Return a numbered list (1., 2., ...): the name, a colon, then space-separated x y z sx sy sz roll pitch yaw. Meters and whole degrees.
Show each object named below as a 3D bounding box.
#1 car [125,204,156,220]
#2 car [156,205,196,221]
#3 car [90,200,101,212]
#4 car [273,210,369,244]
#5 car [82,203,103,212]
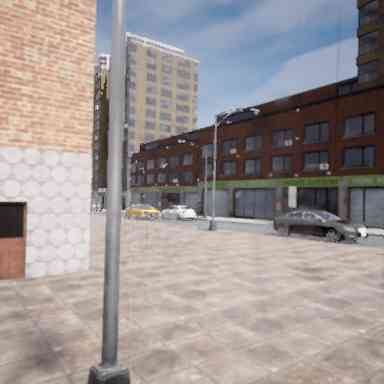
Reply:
1. car: -4.999 1.977 33.374 1.882 1.535 5.008 2 -2 -35
2. car: -1.423 2.076 33.412 1.812 1.442 4.674 2 -2 -35
3. car: -14.263 1.783 46.636 2.097 1.767 4.553 2 -2 -35
4. car: 6.440 1.714 17.207 2.128 1.511 4.902 2 -2 -36
5. car: -16.304 2.530 54.421 1.812 1.442 4.674 2 -2 -35
